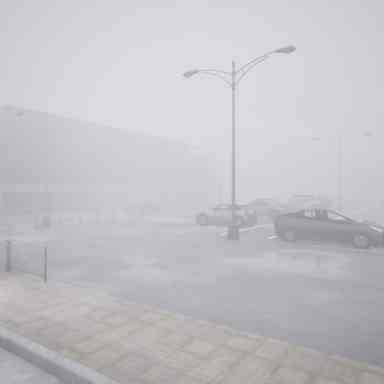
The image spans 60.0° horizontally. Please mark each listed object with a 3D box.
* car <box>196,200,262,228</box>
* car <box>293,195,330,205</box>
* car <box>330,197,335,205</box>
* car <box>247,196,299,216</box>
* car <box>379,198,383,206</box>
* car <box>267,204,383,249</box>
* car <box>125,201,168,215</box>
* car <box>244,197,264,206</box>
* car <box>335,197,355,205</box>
[{"bbox_3d":[2.173,1.422,21.356,3.806,1.475,1.970,0,0,35],"label":"car"},{"bbox_3d":[12.912,1.267,37.289,3.866,1.878,1.905,0,0,35],"label":"car"},{"bbox_3d":[14.239,1.288,39.907,4.605,1.855,1.932,0,0,35],"label":"car"},{"bbox_3d":[5.584,1.344,26.801,5.027,1.636,2.152,0,0,35],"label":"car"},{"bbox_3d":[29.371,1.575,48.369,3.806,1.475,1.970,0,0,35],"label":"car"},{"bbox_3d":[5.854,1.489,14.316,4.514,1.523,2.007,0,0,35],"label":"car"},{"bbox_3d":[-4.868,1.720,36.398,2.033,1.411,5.357,0,0,35],"label":"car"},{"bbox_3d":[11.084,1.699,59.221,1.812,1.442,4.674,0,0,35],"label":"car"},{"bbox_3d":[24.995,1.564,55.062,3.633,1.501,1.845,0,0,35],"label":"car"}]
